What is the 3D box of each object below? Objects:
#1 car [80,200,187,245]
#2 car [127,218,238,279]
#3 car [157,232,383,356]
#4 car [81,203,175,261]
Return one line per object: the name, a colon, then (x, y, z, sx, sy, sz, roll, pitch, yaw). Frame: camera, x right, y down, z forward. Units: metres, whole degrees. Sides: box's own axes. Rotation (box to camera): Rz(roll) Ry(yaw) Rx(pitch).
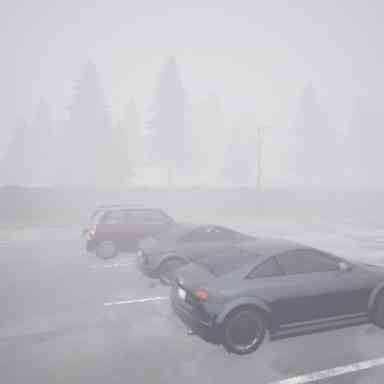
car: (-2.745, 1.307, 15.423, 4.553, 1.767, 2.097, 0, 0, -20)
car: (0.541, 1.541, 9.169, 4.181, 1.385, 1.994, 0, 0, -20)
car: (1.717, 1.551, 5.874, 4.181, 1.385, 1.994, 0, 0, -20)
car: (-1.548, 1.317, 12.134, 4.553, 1.767, 2.097, 0, 0, -20)
